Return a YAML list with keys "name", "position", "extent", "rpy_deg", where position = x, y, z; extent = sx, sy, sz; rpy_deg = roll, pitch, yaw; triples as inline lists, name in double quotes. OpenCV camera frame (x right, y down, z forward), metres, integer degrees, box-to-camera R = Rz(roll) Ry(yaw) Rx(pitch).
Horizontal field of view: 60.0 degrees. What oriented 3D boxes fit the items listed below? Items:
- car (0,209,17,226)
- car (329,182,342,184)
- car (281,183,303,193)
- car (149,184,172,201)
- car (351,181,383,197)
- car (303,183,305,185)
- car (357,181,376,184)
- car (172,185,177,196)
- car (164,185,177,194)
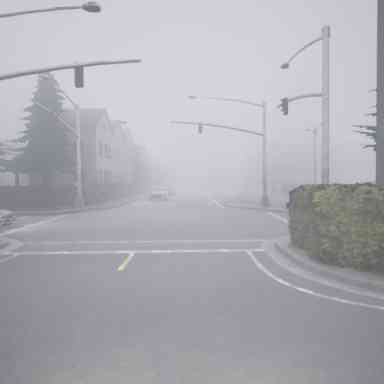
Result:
- name: "car"
  position: [-11.736, 1.186, 17.397]
  extent: [4.674, 1.442, 1.812]
  rpy_deg: [-1, 2, 0]
- name: "car"
  position: [25.297, -1.040, 59.485]
  extent: [2.152, 1.636, 5.027]
  rpy_deg: [-1, 2, 0]
- name: "car"
  position: [15.260, -0.530, 52.071]
  extent: [2.007, 1.523, 4.514]
  rpy_deg: [-1, 2, 0]
- name: "car"
  position: [-3.722, 0.158, 37.762]
  extent: [1.882, 1.535, 5.008]
  rpy_deg: [-1, 2, 0]
- name: "car"
  position: [22.253, -0.465, 42.094]
  extent: [1.932, 1.855, 4.605]
  rpy_deg: [-1, 2, 0]
- name: "car"
  position: [18.883, -0.879, 59.132]
  extent: [1.970, 1.475, 3.806]
  rpy_deg: [-1, 2, 0]
- name: "car"
  position: [19.010, -0.179, 34.213]
  extent: [1.905, 1.878, 3.866]
  rpy_deg: [-1, 2, 0]
- name: "car"
  position: [-3.743, -0.312, 47.780]
  extent: [2.097, 1.767, 4.553]
  rpy_deg: [-1, 2, 0]
- name: "car"
  position: [-3.730, -0.516, 58.163]
  extent: [1.837, 1.490, 4.892]
  rpy_deg: [-1, 2, 0]
